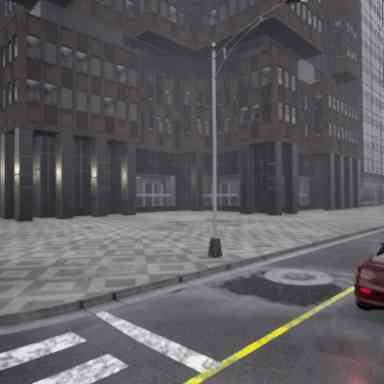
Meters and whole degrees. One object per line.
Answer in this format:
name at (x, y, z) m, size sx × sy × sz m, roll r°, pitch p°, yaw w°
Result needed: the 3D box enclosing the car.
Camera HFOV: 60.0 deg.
car at (4.843, 1.545, 6.819) m, size 1.812 × 1.442 × 4.674 m, roll -1°, pitch -1°, yaw 44°
